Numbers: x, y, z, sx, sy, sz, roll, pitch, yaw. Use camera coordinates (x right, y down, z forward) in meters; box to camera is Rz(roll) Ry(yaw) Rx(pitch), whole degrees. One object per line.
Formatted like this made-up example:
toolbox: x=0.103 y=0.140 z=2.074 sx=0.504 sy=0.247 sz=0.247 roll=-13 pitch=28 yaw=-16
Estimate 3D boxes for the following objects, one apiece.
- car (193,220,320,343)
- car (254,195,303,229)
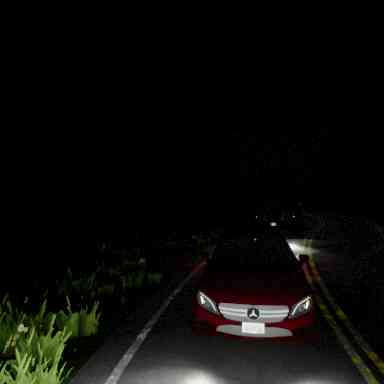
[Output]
car: x=1.233 y=1.535 z=6.679 sx=1.812 sy=1.442 sz=4.674 roll=-1 pitch=0 yaw=11
car: x=5.009 y=1.218 z=18.849 sx=2.150 sy=2.045 sz=5.566 roll=-2 pitch=-1 yaw=22
